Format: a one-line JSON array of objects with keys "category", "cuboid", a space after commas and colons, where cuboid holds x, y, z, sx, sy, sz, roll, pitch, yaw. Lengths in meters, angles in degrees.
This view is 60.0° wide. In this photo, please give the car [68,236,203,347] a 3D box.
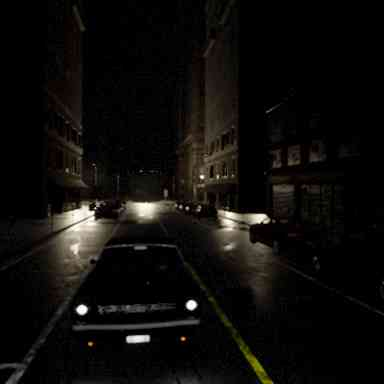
[{"category": "car", "cuboid": [-1.015, 1.627, 6.551, 1.895, 1.301, 4.718, 0, 0, -8]}]

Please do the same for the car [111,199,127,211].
[{"category": "car", "cuboid": [-9.819, 1.723, 44.933, 1.887, 1.381, 4.507, -1, 0, -9]}]

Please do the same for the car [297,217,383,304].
[{"category": "car", "cuboid": [4.548, 1.498, 8.174, 1.967, 1.590, 4.097, -1, 0, -9]}]

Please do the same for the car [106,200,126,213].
[{"category": "car", "cuboid": [-8.970, 1.705, 39.493, 2.008, 1.369, 4.403, -1, 0, -9]}]

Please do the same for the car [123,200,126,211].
[{"category": "car", "cuboid": [-8.121, 1.696, 34.054, 1.947, 1.339, 4.313, -1, 0, -9]}]

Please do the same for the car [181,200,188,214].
[{"category": "car", "cuboid": [0.302, 1.717, 35.369, 1.887, 1.381, 4.507, -1, 0, -9]}]

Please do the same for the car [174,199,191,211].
[{"category": "car", "cuboid": [-1.396, 1.765, 46.248, 1.887, 1.381, 4.507, -1, 0, -9]}]

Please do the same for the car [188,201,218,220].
[{"category": "car", "cuboid": [1.152, 1.714, 29.930, 1.947, 1.339, 4.313, -1, 0, -9]}]

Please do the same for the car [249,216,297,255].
[{"category": "car", "cuboid": [3.700, 1.624, 13.612, 1.887, 1.381, 4.507, -1, 0, -9]}]

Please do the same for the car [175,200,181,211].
[{"category": "car", "cuboid": [-0.547, 1.741, 40.808, 1.887, 1.381, 4.507, -1, 0, -9]}]

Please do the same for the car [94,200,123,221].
[{"category": "car", "cuboid": [-7.272, 1.546, 28.615, 1.967, 1.590, 4.097, -1, 0, -9]}]
